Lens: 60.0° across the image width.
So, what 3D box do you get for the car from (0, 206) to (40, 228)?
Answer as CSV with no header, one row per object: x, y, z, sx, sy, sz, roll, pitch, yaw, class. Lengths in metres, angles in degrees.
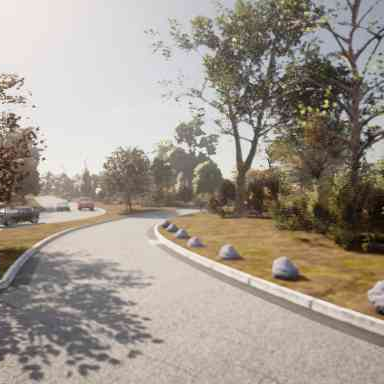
-13.595,1.832,25.344,2.128,1.511,4.902,0,-1,7,car

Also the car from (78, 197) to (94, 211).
-16.578,1.878,51.844,2.150,2.045,5.566,0,-1,-22,car

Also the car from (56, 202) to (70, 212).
-19.827,2.222,51.241,2.033,1.411,5.357,0,0,-23,car

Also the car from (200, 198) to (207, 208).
2.966,1.686,55.020,2.097,1.767,4.553,0,0,23,car
